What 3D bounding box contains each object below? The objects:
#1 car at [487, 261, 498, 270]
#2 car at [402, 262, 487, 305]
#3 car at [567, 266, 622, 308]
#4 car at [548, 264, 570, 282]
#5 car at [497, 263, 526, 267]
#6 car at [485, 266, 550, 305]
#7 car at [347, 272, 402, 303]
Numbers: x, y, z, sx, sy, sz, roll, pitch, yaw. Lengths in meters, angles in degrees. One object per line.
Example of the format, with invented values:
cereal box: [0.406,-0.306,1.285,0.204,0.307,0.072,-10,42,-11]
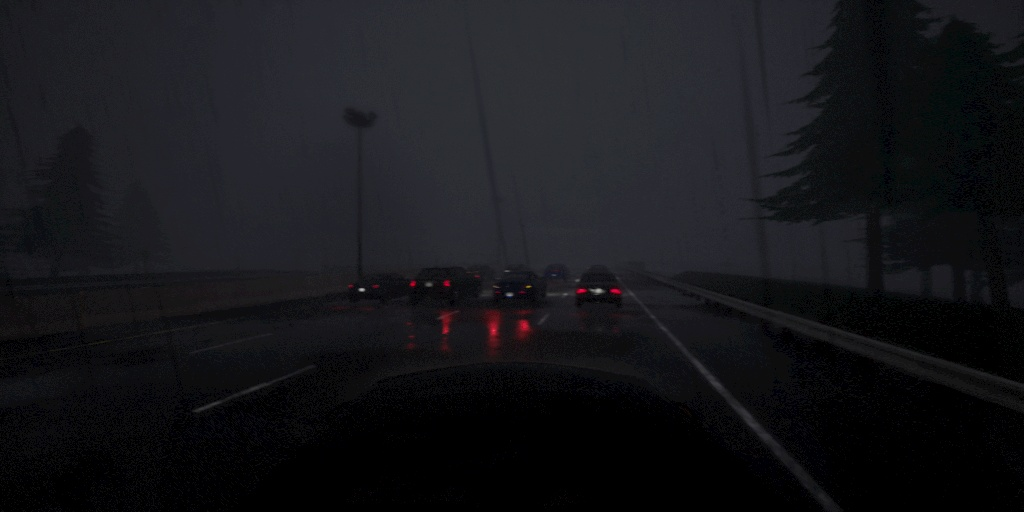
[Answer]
car: [-2.869,1.534,32.910,1.837,1.490,4.892,-1,0,14]
car: [-3.033,1.258,17.317,2.097,1.767,4.553,-1,-1,14]
car: [3.756,1.356,15.603,2.033,1.411,5.357,-1,0,13]
car: [3.978,1.405,31.441,1.882,1.535,5.008,-1,0,14]
car: [0.531,1.468,32.080,2.128,1.511,4.902,-1,0,14]
car: [0.448,1.386,16.801,1.812,1.442,4.674,-1,0,14]
car: [-6.383,1.523,18.343,1.994,1.385,4.181,-1,0,14]
